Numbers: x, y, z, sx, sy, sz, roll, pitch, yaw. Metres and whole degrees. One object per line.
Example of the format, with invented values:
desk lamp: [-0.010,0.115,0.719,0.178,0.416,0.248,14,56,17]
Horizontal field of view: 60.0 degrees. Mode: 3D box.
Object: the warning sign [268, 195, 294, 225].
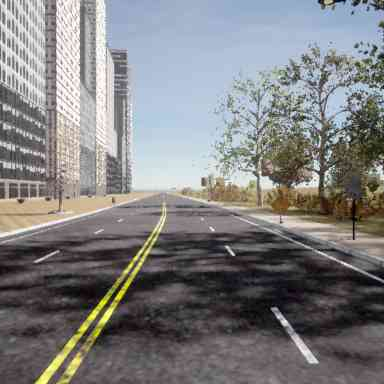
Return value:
warning sign: [5.645,1.103,21.129,1.300,1.860,1.060,0,0,-2]
